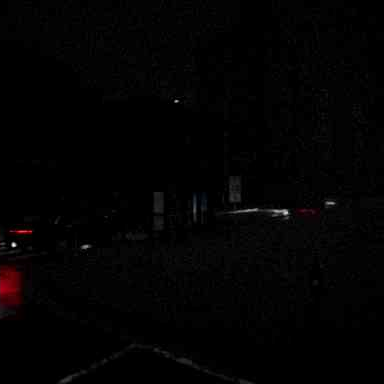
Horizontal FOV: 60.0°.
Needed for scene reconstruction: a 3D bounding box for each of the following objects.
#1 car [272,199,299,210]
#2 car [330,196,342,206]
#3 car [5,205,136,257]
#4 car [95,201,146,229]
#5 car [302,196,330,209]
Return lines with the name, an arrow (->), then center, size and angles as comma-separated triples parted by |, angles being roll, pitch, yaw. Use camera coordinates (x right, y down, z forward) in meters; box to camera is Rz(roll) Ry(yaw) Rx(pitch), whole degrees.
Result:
car -> 11.878, 1.505, 42.042 | 1.895, 1.301, 4.718 | 0, 0, 36
car -> 21.472, 1.356, 50.675 | 2.128, 1.511, 4.902 | 0, 0, 35
car -> -4.603, 1.456, 12.939 | 1.837, 1.490, 4.892 | -2, -1, 29
car -> -4.730, 1.311, 18.746 | 2.097, 1.767, 4.553 | 0, 0, 35
car -> 15.473, 1.376, 42.166 | 2.128, 1.511, 4.902 | 0, 0, 36
